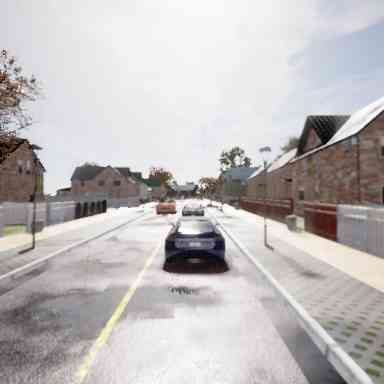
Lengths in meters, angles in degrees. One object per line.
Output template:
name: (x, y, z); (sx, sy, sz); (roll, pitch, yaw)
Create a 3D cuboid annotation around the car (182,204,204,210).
car: (0.094, 1.639, 28.373); (1.895, 1.301, 4.718); (0, 0, 0)

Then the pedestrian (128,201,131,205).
pedestrian: (-9.922, 1.930, 52.820); (0.500, 1.100, 0.500); (0, -2, 5)

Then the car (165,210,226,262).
car: (0.097, 1.573, 12.151); (1.994, 1.385, 4.181); (0, 0, 0)

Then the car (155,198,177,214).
car: (-2.779, 1.413, 36.645); (2.097, 1.767, 4.553); (0, 0, 0)
